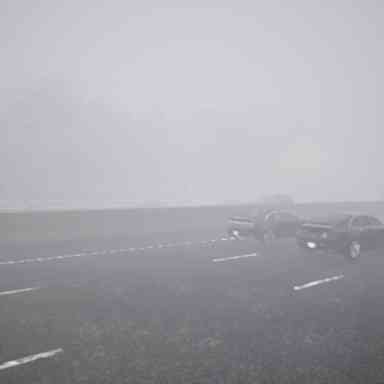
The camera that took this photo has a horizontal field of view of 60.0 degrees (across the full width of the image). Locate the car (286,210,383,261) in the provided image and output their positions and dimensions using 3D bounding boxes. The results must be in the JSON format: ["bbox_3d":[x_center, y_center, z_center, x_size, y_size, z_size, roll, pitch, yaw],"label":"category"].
[{"bbox_3d":[5.923,1.505,12.396,4.892,1.490,1.837,0,0,-36],"label":"car"}]

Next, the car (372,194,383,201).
[{"bbox_3d":[34.311,1.506,58.462,4.892,1.490,1.837,0,0,-35],"label":"car"}]

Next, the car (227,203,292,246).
[{"bbox_3d":[3.788,1.486,15.173,4.902,1.511,2.128,0,0,-36],"label":"car"}]

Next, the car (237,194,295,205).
[{"bbox_3d":[7.132,1.211,30.501,5.566,2.045,2.150,0,0,-35],"label":"car"}]

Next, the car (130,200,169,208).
[{"bbox_3d":[-4.445,1.536,35.180,4.181,1.385,1.994,0,0,-35],"label":"car"}]

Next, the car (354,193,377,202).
[{"bbox_3d":[32.215,1.210,61.265,5.566,2.045,2.150,0,0,-36],"label":"car"}]

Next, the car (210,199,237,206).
[{"bbox_3d":[4.390,1.528,37.127,5.357,1.411,2.033,0,0,-35],"label":"car"}]
